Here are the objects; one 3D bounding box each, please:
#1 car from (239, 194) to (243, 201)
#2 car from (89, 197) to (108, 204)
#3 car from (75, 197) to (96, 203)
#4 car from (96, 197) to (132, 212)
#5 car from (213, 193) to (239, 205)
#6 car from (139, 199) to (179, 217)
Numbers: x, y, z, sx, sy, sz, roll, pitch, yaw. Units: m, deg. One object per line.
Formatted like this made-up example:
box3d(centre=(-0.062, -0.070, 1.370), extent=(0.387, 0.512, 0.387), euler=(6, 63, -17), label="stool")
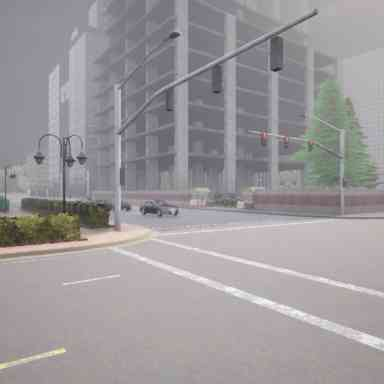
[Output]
box3d(centre=(7.433, 1.114, 55.200), extent=(1.905, 1.878, 3.866), euler=(0, 0, -36), label="car")
box3d(centre=(-17.573, 1.545, 62.531), extent=(1.895, 1.301, 4.718), euler=(0, 0, -36), label="car")
box3d(centre=(-14.948, 1.449, 46.689), extent=(1.837, 1.490, 4.892), euler=(0, 0, -36), label="car")
box3d(centre=(-8.836, 1.492, 38.250), extent=(2.033, 1.411, 5.357), euler=(0, 0, -36), label="car")
box3d(centre=(5.043, 1.114, 53.485), extent=(1.905, 1.878, 3.866), euler=(0, 0, -36), label="car")
box3d(centre=(-3.046, 1.436, 30.283), extent=(2.128, 1.511, 4.902), euler=(0, 0, -36), label="car")
